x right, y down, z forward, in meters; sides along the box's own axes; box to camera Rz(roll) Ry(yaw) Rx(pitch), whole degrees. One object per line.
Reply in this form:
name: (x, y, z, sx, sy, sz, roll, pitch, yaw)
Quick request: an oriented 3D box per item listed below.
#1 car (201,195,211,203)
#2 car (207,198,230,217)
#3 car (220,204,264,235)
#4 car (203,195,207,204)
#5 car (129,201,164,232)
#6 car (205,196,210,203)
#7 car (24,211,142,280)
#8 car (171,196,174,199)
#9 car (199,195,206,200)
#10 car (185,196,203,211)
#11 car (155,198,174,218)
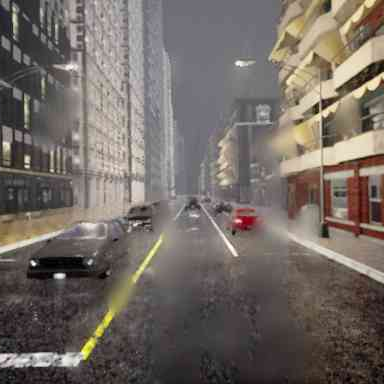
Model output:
car: (2.861, 1.444, 70.369, 1.967, 1.590, 4.097, -1, 0, 0)
car: (2.756, 1.495, 30.829, 2.008, 1.369, 4.403, -1, 0, 0)
car: (2.772, 1.509, 17.912, 1.802, 1.307, 4.206, -1, 0, 0)
car: (2.849, 1.576, 64.720, 1.802, 1.307, 4.206, -1, 0, 0)
car: (-3.062, 1.550, 20.550, 1.837, 1.490, 4.892, -1, 0, 0)
car: (2.772, 1.502, 36.477, 2.008, 1.369, 4.403, -1, 0, 0)
car: (-3.091, 1.581, 10.434, 2.033, 1.411, 5.357, -1, 0, 0)
car: (-5.515, 1.714, 70.392, 1.887, 1.381, 4.507, -1, 0, 0)
car: (2.925, 1.572, 93.133, 1.752, 1.417, 4.829, -1, 0, 0)
car: (0.092, 1.535, 40.518, 1.812, 1.442, 4.674, -1, 0, 0)
car: (-3.033, 1.584, 30.795, 1.812, 1.442, 4.674, -1, 0, 1)
